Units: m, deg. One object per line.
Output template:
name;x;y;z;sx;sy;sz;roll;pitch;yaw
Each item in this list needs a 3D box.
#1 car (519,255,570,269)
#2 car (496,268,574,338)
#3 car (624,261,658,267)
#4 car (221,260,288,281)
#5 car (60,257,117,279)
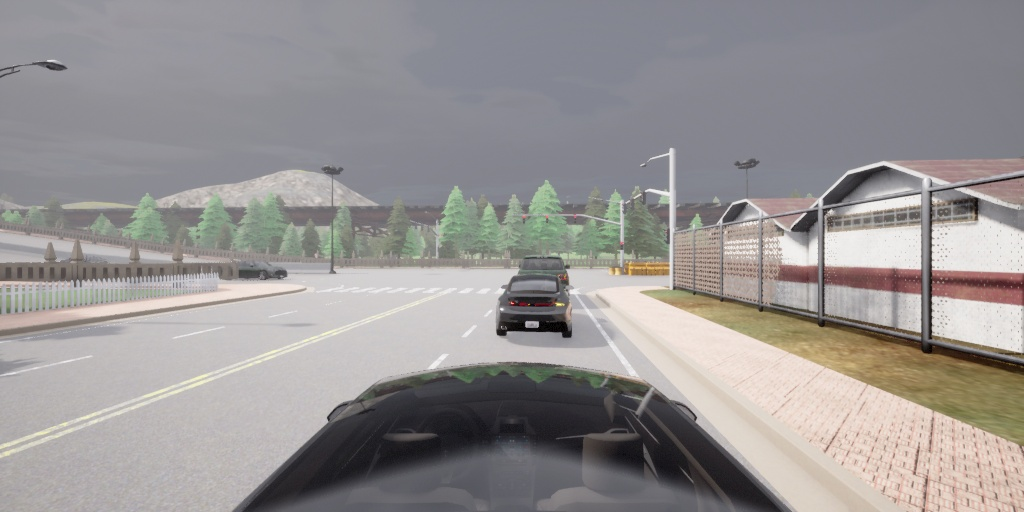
car;1.449;0.971;16.276;2.150;2.045;5.566;0;0;7
car;0.695;1.255;10.264;1.837;1.490;4.892;0;0;6
car;15.737;1.351;41.492;4.718;1.301;1.895;0;0;4
car;-21.183;1.102;29.728;4.553;1.767;2.097;0;0;6
car;-35.104;1.137;30.747;5.357;1.411;2.033;2;0;4
